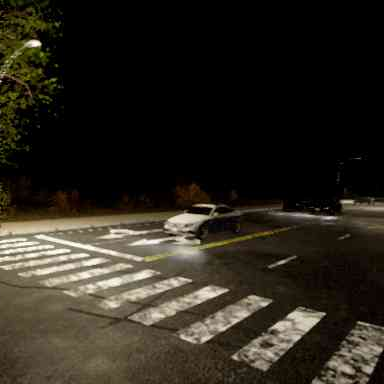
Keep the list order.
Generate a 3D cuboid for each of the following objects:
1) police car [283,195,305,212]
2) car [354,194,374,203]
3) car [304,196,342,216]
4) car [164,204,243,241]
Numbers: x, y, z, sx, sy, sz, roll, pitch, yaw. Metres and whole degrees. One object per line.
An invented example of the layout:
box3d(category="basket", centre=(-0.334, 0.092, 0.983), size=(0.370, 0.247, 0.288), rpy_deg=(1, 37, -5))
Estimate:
box3d(category="police car", centre=(10.757, 1.092, 33.470), size=(1.930, 1.638, 5.238), rpy_deg=(2, 1, 38))
box3d(category="car", centre=(22.142, 0.937, 42.652), size=(1.812, 1.442, 4.674), rpy_deg=(2, 1, 38))
box3d(category="car", centre=(12.215, 1.265, 30.225), size=(1.837, 1.490, 4.892), rpy_deg=(2, 1, 38))
box3d(category="car", centre=(0.706, 1.289, 15.639), size=(1.812, 1.442, 4.674), rpy_deg=(2, 2, 38))
